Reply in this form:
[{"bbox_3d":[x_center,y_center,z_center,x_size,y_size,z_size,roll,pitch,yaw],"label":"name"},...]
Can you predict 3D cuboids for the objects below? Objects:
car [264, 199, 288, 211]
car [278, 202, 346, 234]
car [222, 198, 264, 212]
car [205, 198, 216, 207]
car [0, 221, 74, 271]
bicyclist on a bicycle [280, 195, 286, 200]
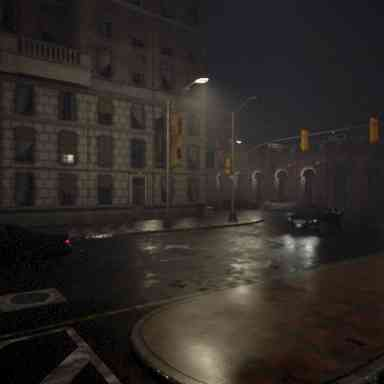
[{"bbox_3d":[10.253,1.525,39.002,1.812,1.442,4.674,0,0,-36],"label":"car"},{"bbox_3d":[7.331,1.491,19.329,2.128,1.511,4.902,1,0,44],"label":"car"},{"bbox_3d":[5.648,1.477,39.401,1.882,1.535,5.008,0,0,-36],"label":"car"},{"bbox_3d":[1.829,1.563,50.693,1.994,1.385,4.181,0,0,-36],"label":"car"},{"bbox_3d":[-6.215,1.547,9.374,5.357,1.411,2.033,0,0,-35],"label":"car"},{"bbox_3d":[15.490,1.300,56.467,1.656,1.620,0.582,0,0,-36],"label":"bicyclist on a bicycle"}]
